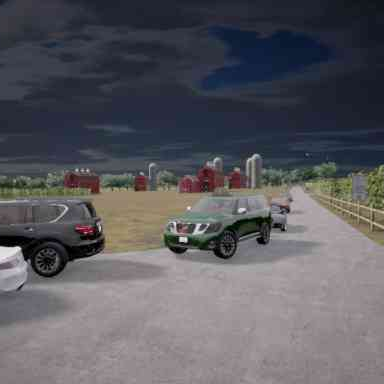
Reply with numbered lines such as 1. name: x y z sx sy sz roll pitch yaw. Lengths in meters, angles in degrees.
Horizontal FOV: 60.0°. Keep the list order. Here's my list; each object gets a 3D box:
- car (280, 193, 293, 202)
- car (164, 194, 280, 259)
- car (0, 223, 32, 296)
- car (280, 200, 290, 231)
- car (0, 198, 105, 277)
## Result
1. car: 8.281 1.178 31.366 1.882 1.535 5.008 0 1 17
2. car: 1.265 1.113 12.711 2.150 2.045 5.566 0 0 34
3. car: -5.704 1.615 6.253 4.674 1.442 1.812 -2 1 -24
4. car: 4.367 1.388 19.043 1.994 1.385 4.181 0 0 17
5. car: -5.390 1.231 9.622 5.566 2.045 2.150 -1 1 -4
